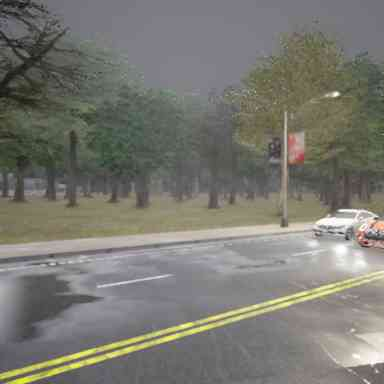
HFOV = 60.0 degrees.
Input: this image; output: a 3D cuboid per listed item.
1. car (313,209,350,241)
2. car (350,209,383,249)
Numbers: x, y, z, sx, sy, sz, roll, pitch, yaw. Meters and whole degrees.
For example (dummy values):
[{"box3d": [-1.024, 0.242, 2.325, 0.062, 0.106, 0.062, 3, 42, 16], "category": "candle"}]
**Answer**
[{"box3d": [8.413, 1.653, 17.694, 4.674, 1.442, 1.812, 1, 0, -36], "category": "car"}, {"box3d": [9.052, 1.468, 14.154, 4.553, 1.767, 2.097, 1, 0, -36], "category": "car"}]
